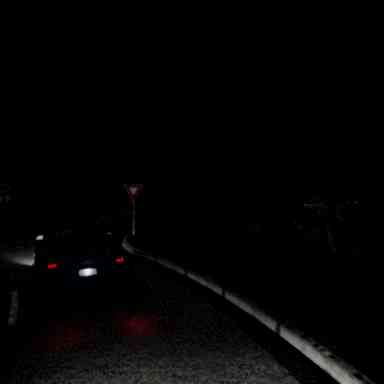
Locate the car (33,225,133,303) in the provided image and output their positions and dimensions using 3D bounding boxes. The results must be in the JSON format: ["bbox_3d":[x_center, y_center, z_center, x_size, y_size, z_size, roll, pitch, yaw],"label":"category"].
[{"bbox_3d":[-2.866,1.531,8.345,1.994,1.385,4.181,0,0,-24],"label":"car"}]
